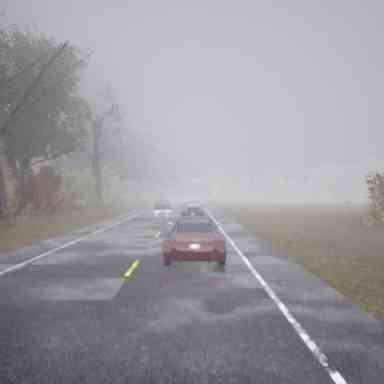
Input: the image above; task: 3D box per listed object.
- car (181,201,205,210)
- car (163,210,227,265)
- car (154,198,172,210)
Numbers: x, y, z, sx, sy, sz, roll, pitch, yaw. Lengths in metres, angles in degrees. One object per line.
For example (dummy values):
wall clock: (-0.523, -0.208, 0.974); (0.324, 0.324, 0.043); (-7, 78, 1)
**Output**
car: (0.085, 1.476, 27.360); (1.812, 1.442, 4.674); (0, 0, 0)
car: (0.086, 1.544, 11.657); (1.994, 1.385, 4.181); (0, 0, 0)
car: (-3.593, 1.485, 41.300); (1.994, 1.385, 4.181); (0, 0, 0)
